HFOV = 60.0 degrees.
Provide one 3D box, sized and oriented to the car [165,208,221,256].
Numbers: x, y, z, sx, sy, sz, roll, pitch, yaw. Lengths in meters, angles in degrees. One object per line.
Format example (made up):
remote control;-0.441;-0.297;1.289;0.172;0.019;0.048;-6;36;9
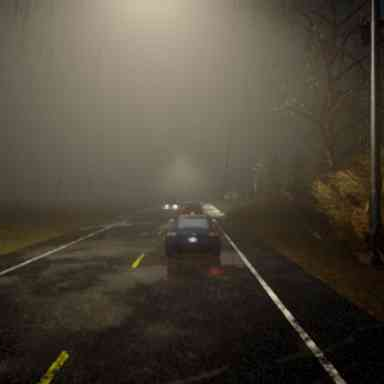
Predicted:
car;0.047;1.557;13.089;1.994;1.385;4.181;0;0;1

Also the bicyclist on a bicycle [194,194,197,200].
bicyclist on a bicycle;0.959;1.385;88.874;0.866;1.612;1.509;0;0;0

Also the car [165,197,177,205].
car;-3.558;1.566;57.452;1.895;1.301;4.718;0;0;1

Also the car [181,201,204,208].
car;0.051;1.508;28.715;1.812;1.442;4.674;0;0;1
